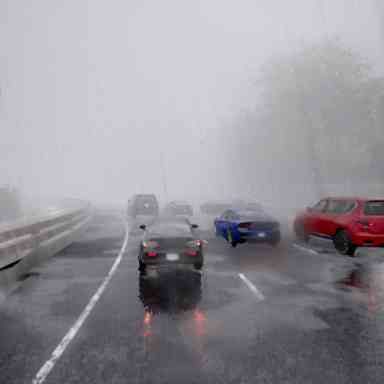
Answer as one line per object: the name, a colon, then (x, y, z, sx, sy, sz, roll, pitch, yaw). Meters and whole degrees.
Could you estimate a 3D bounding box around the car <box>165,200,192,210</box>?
car: (-1.268, 1.489, 30.834, 1.812, 1.442, 4.674, 0, 0, -17)

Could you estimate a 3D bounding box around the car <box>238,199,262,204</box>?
car: (4.729, 1.403, 33.015, 1.882, 1.535, 5.008, -1, 0, -33)

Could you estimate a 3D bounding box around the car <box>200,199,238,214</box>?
car: (2.188, 1.427, 31.456, 1.882, 1.535, 5.008, 0, 0, -16)

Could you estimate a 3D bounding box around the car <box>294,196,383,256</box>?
car: (6.063, 1.181, 13.135, 2.150, 2.045, 5.566, 0, 0, -7)

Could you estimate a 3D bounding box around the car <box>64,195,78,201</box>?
car: (-30.623, 1.478, 83.820, 1.882, 1.535, 5.008, 0, 0, -44)

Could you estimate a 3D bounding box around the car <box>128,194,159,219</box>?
car: (-4.287, 1.199, 28.835, 2.150, 2.045, 5.566, 0, 0, -16)

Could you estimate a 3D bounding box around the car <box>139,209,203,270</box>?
car: (-0.741, 1.514, 10.902, 1.812, 1.442, 4.674, 0, 0, -6)

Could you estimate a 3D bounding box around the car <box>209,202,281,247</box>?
car: (2.268, 1.449, 14.908, 1.882, 1.535, 5.008, 0, 0, -8)

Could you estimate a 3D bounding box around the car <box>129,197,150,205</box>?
car: (-9.035, 1.507, 56.925, 1.994, 1.385, 4.181, 0, 0, -31)
